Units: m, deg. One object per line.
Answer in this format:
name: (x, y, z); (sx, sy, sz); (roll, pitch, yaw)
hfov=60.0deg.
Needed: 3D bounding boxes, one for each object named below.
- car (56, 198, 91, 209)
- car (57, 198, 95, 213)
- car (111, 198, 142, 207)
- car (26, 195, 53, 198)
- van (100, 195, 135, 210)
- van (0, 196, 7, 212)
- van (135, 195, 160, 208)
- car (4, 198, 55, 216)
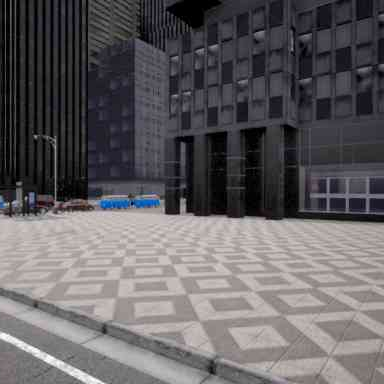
car: (-16.367, 1.547, 46.115); (1.802, 1.307, 4.206); (0, 0, 35)
car: (-12.712, 1.575, 36.548); (1.802, 1.307, 4.206); (0, 0, 35)
car: (-9.886, 1.571, 50.611); (1.895, 1.301, 4.718); (0, 0, 36)
car: (-19.658, 1.284, 41.488); (2.192, 1.841, 5.009); (0, 0, 35)
van: (-9.420, 1.331, 41.174); (1.690, 1.788, 3.998); (0, 0, 35)
van: (-22.950, 1.314, 36.862); (1.690, 1.788, 3.998); (0, 0, 35)
van: (-6.128, 1.329, 45.799); (1.690, 1.788, 3.998); (0, 0, 35)
car: (-16.004, 1.548, 31.922); (2.008, 1.369, 4.403); (0, 0, 35)
